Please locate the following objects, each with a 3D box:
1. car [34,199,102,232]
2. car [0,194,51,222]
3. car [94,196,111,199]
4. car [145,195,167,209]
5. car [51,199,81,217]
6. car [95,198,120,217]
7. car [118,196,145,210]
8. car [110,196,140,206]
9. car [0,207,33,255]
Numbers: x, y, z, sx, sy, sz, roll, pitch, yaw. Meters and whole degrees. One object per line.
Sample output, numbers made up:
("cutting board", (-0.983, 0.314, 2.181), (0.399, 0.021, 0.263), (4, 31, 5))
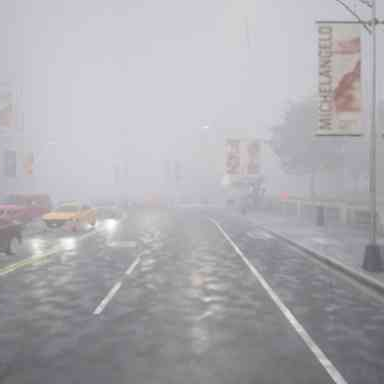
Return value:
("car", (-7.112, 1.403, 19.696), (1.882, 1.535, 5.008), (0, 0, 0))
("car", (-10.591, 1.142, 20.775), (2.150, 2.045, 5.566), (0, 0, 0))
("car", (-13.218, 1.292, 49.055), (1.882, 1.535, 5.008), (0, 0, -43))
("car", (-4.933, 1.190, 42.834), (2.097, 1.767, 4.553), (0, 0, -29))
("car", (-11.659, 1.429, 31.173), (2.033, 1.411, 5.357), (0, 0, -14))
("car", (-7.725, 1.489, 29.631), (1.895, 1.301, 4.718), (0, 0, -10))
("car", (-7.587, 1.448, 40.350), (1.895, 1.301, 4.718), (0, 0, -25))
("car", (-10.412, 1.354, 51.167), (2.033, 1.411, 5.357), (0, 0, -43))
("car", (-7.106, 1.439, 10.151), (1.882, 1.535, 5.008), (0, 0, 0))
